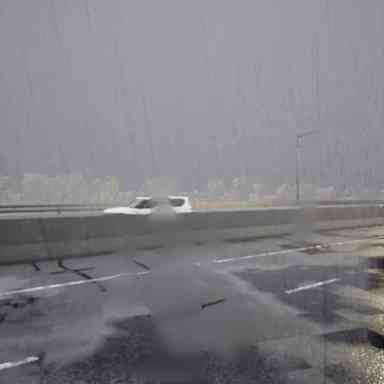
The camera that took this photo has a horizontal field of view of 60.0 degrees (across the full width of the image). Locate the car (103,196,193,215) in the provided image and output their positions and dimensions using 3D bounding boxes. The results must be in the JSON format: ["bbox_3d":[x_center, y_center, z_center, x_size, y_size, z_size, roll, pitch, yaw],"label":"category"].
[{"bbox_3d":[-2.485,1.263,19.378,5.566,2.045,2.150,0,0,-35],"label":"car"}]
